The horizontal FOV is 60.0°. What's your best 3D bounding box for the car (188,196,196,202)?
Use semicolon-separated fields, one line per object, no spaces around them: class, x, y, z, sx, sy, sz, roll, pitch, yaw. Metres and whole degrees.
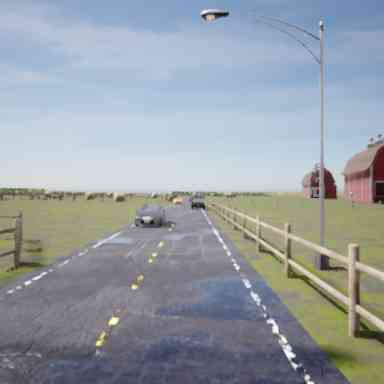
car;0.036;1.714;80.843;2.033;1.411;5.357;0;0;0

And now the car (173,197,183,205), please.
car;-2.735;1.743;65.252;1.882;1.535;5.008;0;0;0

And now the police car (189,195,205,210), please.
police car;0.844;1.619;46.756;1.930;1.638;5.238;0;0;0

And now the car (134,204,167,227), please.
car;-2.838;1.591;23.471;2.128;1.511;4.902;0;0;0
